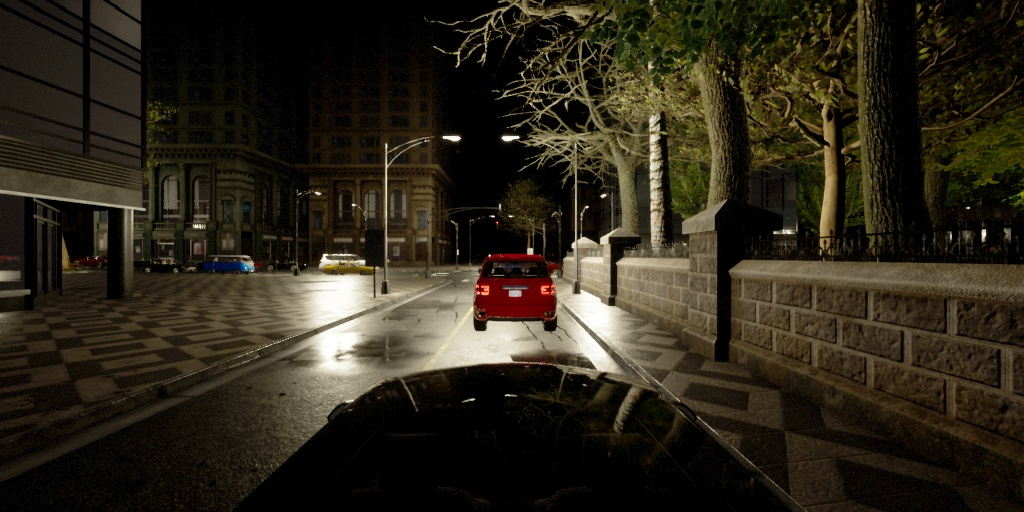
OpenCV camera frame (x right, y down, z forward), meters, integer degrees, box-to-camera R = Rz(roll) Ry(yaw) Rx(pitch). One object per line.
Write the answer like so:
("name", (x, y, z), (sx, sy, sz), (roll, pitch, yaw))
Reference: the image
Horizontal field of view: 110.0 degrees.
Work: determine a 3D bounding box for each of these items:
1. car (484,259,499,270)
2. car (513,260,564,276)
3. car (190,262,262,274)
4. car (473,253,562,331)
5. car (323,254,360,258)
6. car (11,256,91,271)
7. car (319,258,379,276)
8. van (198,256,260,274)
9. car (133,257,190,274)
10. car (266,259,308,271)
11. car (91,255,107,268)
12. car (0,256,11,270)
("car", (-3.119, 1.220, 54.058), (2.033, 1.411, 5.357), (0, 0, -4))
("car", (2.783, 1.232, 37.855), (5.008, 1.535, 1.882), (1, -1, -19))
("car", (-28.593, 1.018, 36.121), (5.357, 1.411, 2.033), (1, 0, 0))
("car", (0.099, 0.971, 11.067), (2.150, 2.045, 5.566), (0, 0, 0))
("car", (-16.372, 0.829, 36.053), (5.566, 2.045, 2.150), (1, 0, 1))
("car", (-43.040, 0.798, 33.544), (4.829, 1.417, 1.751), (0, 0, 0))
("car", (-14.941, 1.145, 33.380), (4.829, 1.417, 1.751), (0, 0, 0))
("van", (-26.352, 0.839, 33.446), (3.998, 1.789, 1.690), (0, 0, 0))
("car", (-31.970, 0.979, 33.479), (4.403, 1.370, 2.007), (0, 0, 0))
("car", (-26.312, 1.064, 41.972), (4.313, 1.339, 1.948), (0, 0, 0))
("car", (-48.784, 0.629, 42.103), (4.097, 1.591, 1.967), (0, 0, 0))
("car", (-48.827, 0.740, 33.577), (4.403, 1.370, 2.007), (0, 0, 0))
